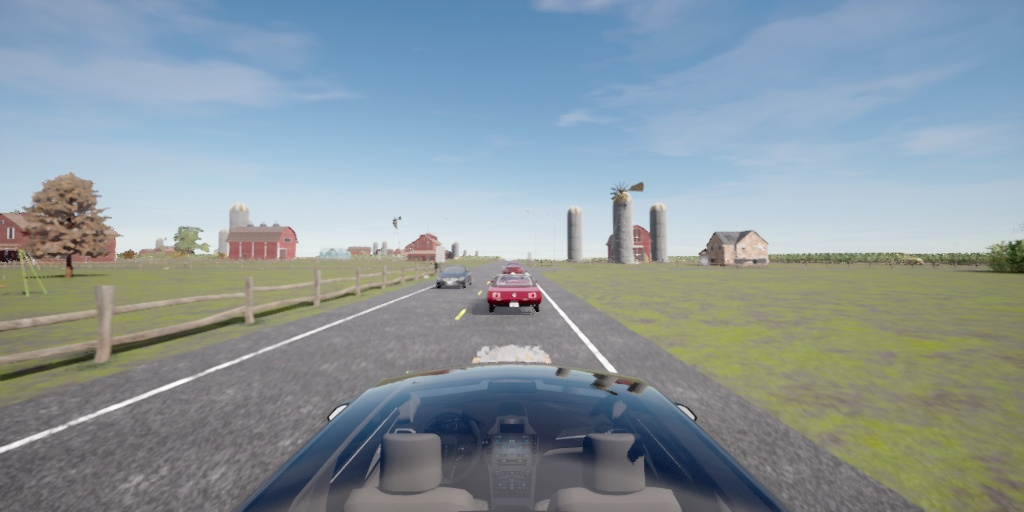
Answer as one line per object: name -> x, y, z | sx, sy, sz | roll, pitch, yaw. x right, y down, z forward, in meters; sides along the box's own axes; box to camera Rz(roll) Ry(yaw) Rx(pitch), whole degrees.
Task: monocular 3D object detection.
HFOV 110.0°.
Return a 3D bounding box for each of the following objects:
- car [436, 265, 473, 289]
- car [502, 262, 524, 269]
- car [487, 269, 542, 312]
car -> -3.600, 1.287, 23.120 | 1.812, 1.442, 4.674 | 0, 0, 0
car -> 0.097, 1.296, 32.276 | 1.812, 1.442, 4.674 | 0, 0, 0
car -> 0.087, 1.356, 14.300 | 1.895, 1.301, 4.718 | 0, 0, 0
